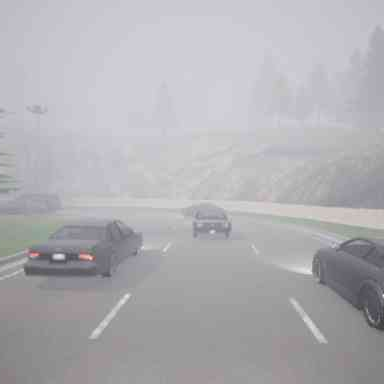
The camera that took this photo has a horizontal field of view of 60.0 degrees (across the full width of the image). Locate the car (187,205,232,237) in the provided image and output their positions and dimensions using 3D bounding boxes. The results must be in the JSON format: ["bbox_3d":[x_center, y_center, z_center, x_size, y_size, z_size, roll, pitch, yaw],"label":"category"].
[{"bbox_3d":[0.898,1.604,18.013,1.895,1.301,4.718,1,0,-2],"label":"car"}]

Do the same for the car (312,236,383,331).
[{"bbox_3d":[4.007,1.602,6.899,1.994,1.385,4.181,1,0,3],"label":"car"}]

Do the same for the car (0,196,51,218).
[{"bbox_3d":[-14.503,1.335,27.037,4.902,1.511,2.128,1,0,-11],"label":"car"}]

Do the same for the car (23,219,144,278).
[{"bbox_3d":[-2.859,1.515,10.037,2.033,1.411,5.357,1,0,4],"label":"car"}]

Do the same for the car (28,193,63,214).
[{"bbox_3d":[-14.910,1.061,30.657,5.566,2.045,2.150,1,-1,-10],"label":"car"}]

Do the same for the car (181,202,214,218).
[{"bbox_3d":[0.845,1.563,27.972,1.994,1.385,4.181,1,0,-36],"label":"car"}]
